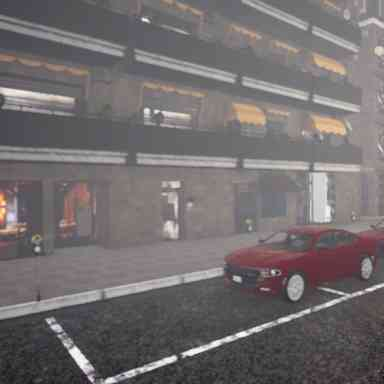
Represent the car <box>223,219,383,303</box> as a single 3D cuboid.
[{"bbox_3d":[2.747,1.514,8.091,4.507,1.381,1.887,0,-1,-36],"label":"car"}]
